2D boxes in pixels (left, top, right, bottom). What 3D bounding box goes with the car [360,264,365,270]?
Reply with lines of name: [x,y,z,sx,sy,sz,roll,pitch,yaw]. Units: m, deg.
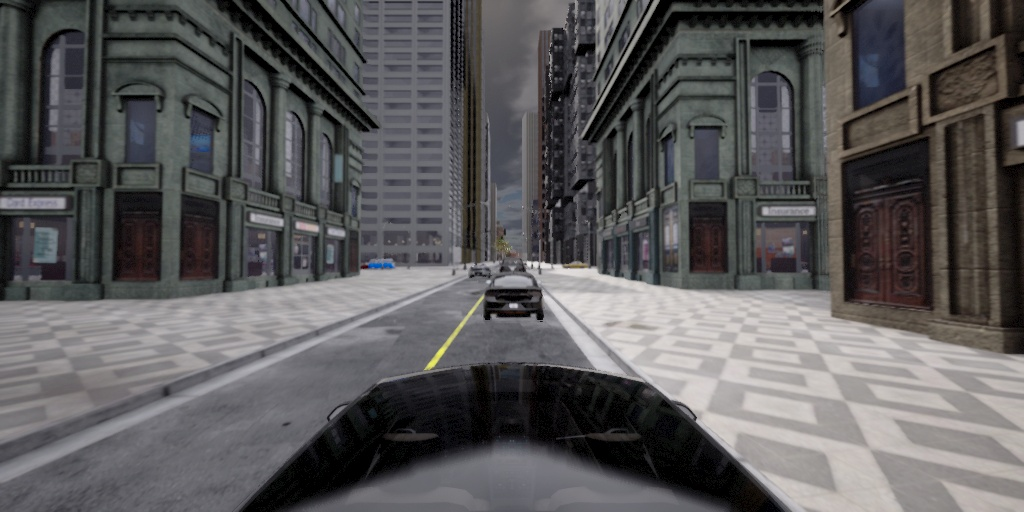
car: [-26.283,1.627,57.359,4.507,1.381,1.888,0,0,0]

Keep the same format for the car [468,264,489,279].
car: [-3.093,1.509,35.234,1.994,1.385,4.181,0,0,0]

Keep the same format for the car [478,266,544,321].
car: [0.066,1.296,12.806,1.882,1.535,5.008,0,0,0]

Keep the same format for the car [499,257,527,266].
car: [0.080,1.139,30.718,2.150,2.045,5.566,0,-1,1]

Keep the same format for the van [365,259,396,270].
van: [-20.758,1.403,57.379,3.998,1.789,1.690,0,0,0]
